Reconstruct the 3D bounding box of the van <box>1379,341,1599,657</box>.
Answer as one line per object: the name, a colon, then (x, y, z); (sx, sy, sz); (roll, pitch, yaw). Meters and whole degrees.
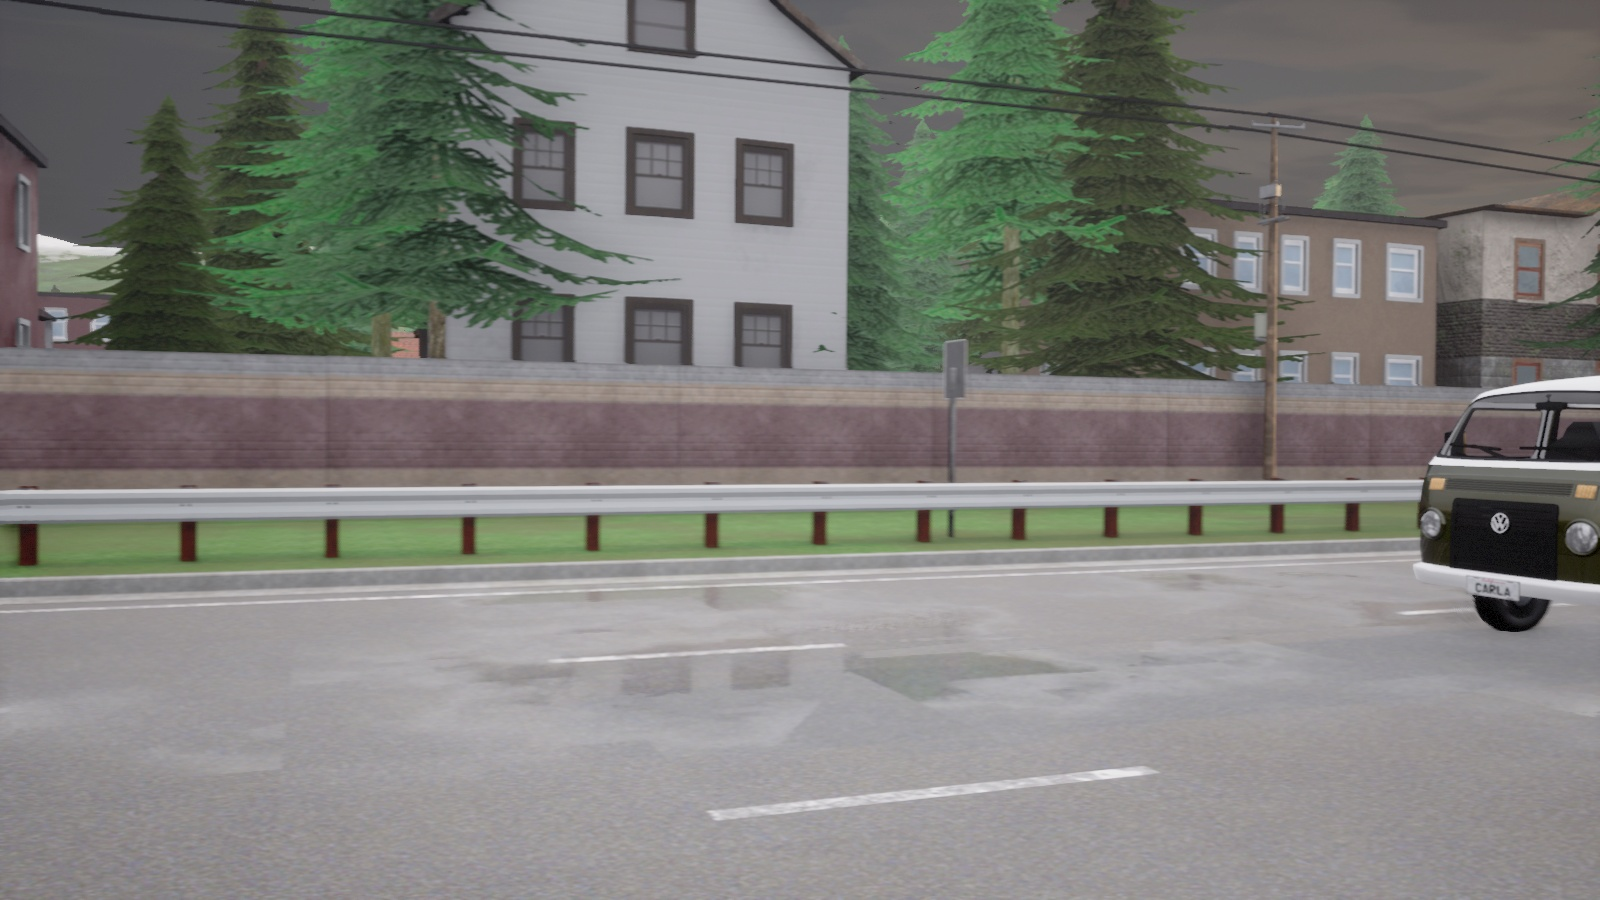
van: (6.987, 0.275, 9.632); (4.480, 2.038, 2.069); (-1, 1, -21)
